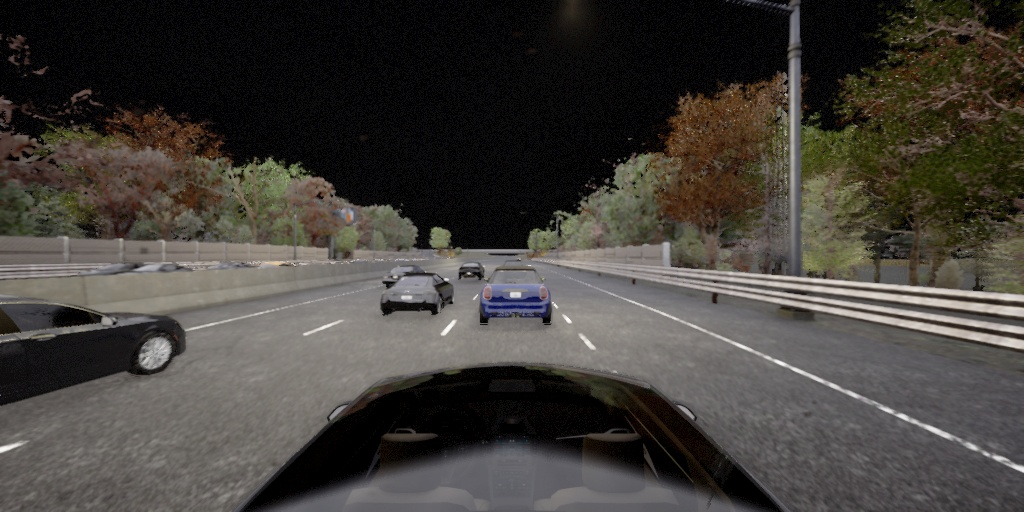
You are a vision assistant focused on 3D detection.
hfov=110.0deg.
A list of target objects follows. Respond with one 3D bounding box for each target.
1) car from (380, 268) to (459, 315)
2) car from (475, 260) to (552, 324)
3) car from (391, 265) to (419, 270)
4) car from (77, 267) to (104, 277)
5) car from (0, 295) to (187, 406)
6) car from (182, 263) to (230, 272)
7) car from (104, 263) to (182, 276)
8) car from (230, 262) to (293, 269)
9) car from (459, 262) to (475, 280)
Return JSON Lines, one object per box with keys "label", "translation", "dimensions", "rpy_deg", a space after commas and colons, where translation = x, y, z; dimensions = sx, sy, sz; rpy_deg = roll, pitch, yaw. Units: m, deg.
{"label": "car", "translation": [-3.406, 1.310, 13.596], "dimensions": [1.994, 1.385, 4.181], "rpy_deg": [0, 0, 0]}
{"label": "car", "translation": [0.097, 1.098, 12.092], "dimensions": [2.097, 1.767, 4.553], "rpy_deg": [0, 0, 0]}
{"label": "car", "translation": [-6.911, 1.294, 23.800], "dimensions": [2.033, 1.411, 5.357], "rpy_deg": [0, 0, 0]}
{"label": "car", "translation": [-28.108, 1.250, 25.932], "dimensions": [1.837, 1.490, 4.892], "rpy_deg": [0, 0, 0]}
{"label": "car", "translation": [-6.901, 1.253, 4.566], "dimensions": [1.837, 1.490, 4.892], "rpy_deg": [0, 0, 0]}
{"label": "car", "translation": [-21.109, 1.238, 26.692], "dimensions": [2.128, 1.511, 4.902], "rpy_deg": [0, 0, 0]}
{"label": "car", "translation": [-24.610, 1.271, 24.915], "dimensions": [1.812, 1.442, 4.674], "rpy_deg": [0, 0, 0]}
{"label": "car", "translation": [-17.609, 1.224, 26.279], "dimensions": [1.882, 1.535, 5.008], "rpy_deg": [0, 0, 0]}
{"label": "car", "translation": [-3.415, 1.226, 30.984], "dimensions": [1.882, 1.535, 5.008], "rpy_deg": [0, 0, 0]}
